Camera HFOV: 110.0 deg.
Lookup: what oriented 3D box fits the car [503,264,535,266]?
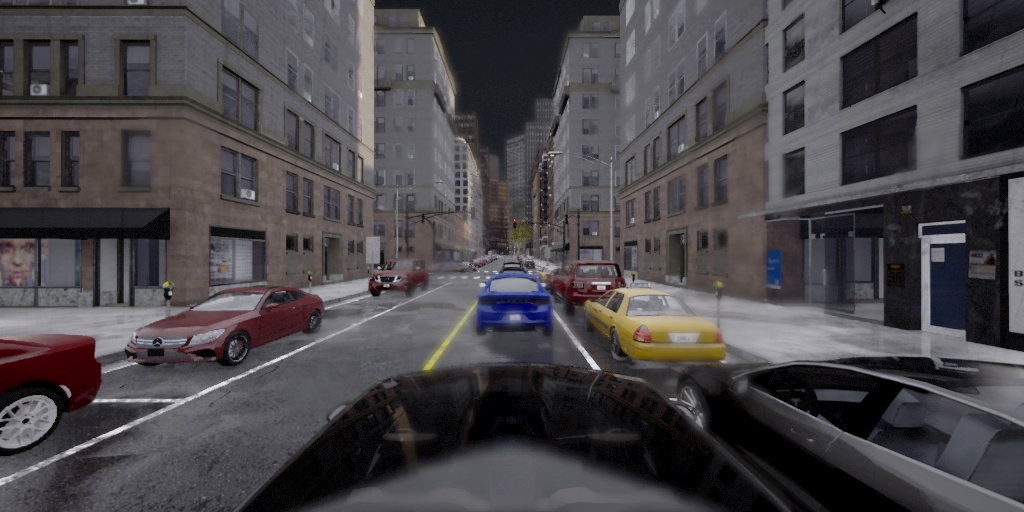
[{"bbox_3d":[0.078,1.301,18.065,1.994,1.385,4.181,0,0,0],"label":"car"}]

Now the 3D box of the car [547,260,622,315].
[{"bbox_3d":[2.752,1.058,13.456,2.192,1.841,5.009,0,0,0],"label":"car"}]

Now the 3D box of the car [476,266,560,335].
[{"bbox_3d":[0.042,1.224,10.501,1.882,1.535,5.008,0,0,-1],"label":"car"}]

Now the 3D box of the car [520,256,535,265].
[{"bbox_3d":[2.710,1.145,56.667,2.007,1.370,4.403,0,0,0],"label":"car"}]

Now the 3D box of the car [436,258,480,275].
[{"bbox_3d":[-6.473,1.234,38.171,5.357,1.411,2.033,0,0,-17],"label":"car"}]

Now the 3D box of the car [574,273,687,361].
[{"bbox_3d":[2.757,1.273,8.071,1.751,1.417,4.829,0,0,0],"label":"car"}]

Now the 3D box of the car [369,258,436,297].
[{"bbox_3d":[-5.779,1.050,19.006,2.192,1.841,5.009,0,0,0],"label":"car"}]

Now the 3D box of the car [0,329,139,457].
[{"bbox_3d":[-5.763,1.296,2.348,1.888,1.381,4.507,0,0,0],"label":"car"}]

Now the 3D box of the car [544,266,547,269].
[{"bbox_3d":[2.746,1.317,19.007,1.802,1.307,4.207,0,0,0],"label":"car"}]

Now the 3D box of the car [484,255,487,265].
[{"bbox_3d":[-5.820,1.004,62.091,1.967,1.591,4.097,0,0,0],"label":"car"}]

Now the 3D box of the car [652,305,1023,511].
[{"bbox_3d":[2.762,1.316,2.349,1.948,1.339,4.313,0,0,0],"label":"car"}]

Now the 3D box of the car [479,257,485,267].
[{"bbox_3d":[-5.815,1.140,56.666,1.888,1.381,4.507,0,0,0],"label":"car"}]

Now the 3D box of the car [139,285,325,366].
[{"bbox_3d":[-5.768,1.330,7.900,1.802,1.307,4.207,0,0,0],"label":"car"}]

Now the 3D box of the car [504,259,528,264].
[{"bbox_3d":[0.023,1.222,26.978,1.837,1.490,4.892,0,0,0],"label":"car"}]
